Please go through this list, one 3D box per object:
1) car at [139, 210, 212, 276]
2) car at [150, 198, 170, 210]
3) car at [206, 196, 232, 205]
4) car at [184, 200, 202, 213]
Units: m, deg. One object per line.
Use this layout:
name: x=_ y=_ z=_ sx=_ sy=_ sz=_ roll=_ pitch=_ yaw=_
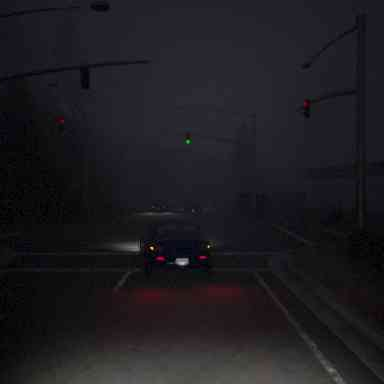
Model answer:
car: x=-0.631 y=1.513 z=10.340 sx=1.812 sy=1.442 sz=4.674 roll=0 pitch=0 yaw=-10
car: x=-3.543 y=1.454 z=37.305 sx=1.837 sy=1.490 sz=4.892 roll=0 pitch=1 yaw=1
car: x=4.792 y=1.439 z=55.545 sx=4.892 sy=1.490 sz=1.837 roll=1 pitch=-1 yaw=-17
car: x=0.101 y=1.556 z=35.911 sx=1.895 sy=1.301 sz=4.718 roll=0 pitch=0 yaw=0
